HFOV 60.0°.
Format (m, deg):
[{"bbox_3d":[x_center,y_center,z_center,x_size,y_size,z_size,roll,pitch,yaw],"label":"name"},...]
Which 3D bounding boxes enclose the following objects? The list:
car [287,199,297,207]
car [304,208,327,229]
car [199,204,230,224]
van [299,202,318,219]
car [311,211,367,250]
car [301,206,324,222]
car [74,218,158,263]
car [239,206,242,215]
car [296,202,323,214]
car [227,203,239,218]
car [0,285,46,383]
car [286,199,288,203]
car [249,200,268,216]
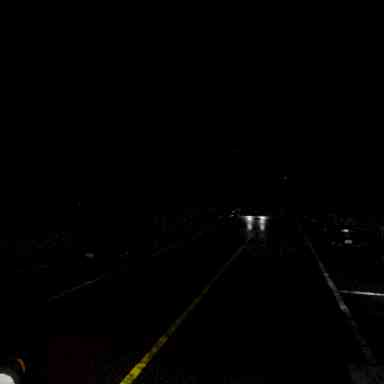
[{"bbox_3d":[24.450,2.825,79.414,1.967,1.590,4.097,1,-1,14],"label":"car"},{"bbox_3d":[8.507,1.941,21.099,2.008,1.369,4.403,1,-1,16],"label":"car"},{"bbox_3d":[1.773,1.974,28.700,1.802,1.307,4.206,1,-1,16],"label":"car"},{"bbox_3d":[12.954,1.998,37.063,1.690,1.788,3.998,1,-1,16],"label":"van"},{"bbox_3d":[7.025,1.853,15.778,2.008,1.369,4.403,1,-1,16],"label":"car"},{"bbox_3d":[9.988,2.045,26.419,1.947,1.339,4.313,1,-1,16],"label":"car"},{"bbox_3d":[-2.672,1.692,12.734,1.947,1.339,4.313,1,-1,16],"label":"car"},{"bbox_3d":[4.739,2.010,39.345,1.967,1.590,4.097,1,-1,16],"label":"car"},{"bbox_3d":[11.473,1.883,31.743,2.192,1.841,5.009,1,-1,16],"label":"car"},{"bbox_3d":[3.255,2.047,34.022,1.947,1.339,4.313,1,-1,16],"label":"car"},{"bbox_3d":[-3.050,1.459,1.810,1.882,1.535,5.008,1,-1,16],"label":"car"},{"bbox_3d":[27.242,3.158,90.370,1.802,1.307,4.206,1,-1,14],"label":"car"},{"bbox_3d":[8.327,2.101,42.287,1.812,1.442,4.674,1,-1,16],"label":"car"}]
